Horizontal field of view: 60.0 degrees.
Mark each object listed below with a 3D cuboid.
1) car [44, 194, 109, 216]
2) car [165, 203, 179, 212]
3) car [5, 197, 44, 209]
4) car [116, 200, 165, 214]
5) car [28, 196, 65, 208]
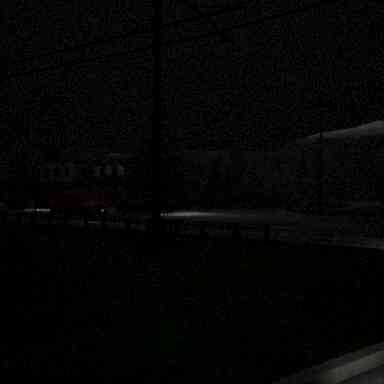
[{"bbox_3d":[-9.841,1.170,28.907,5.566,2.045,2.150,0,0,28],"label":"car"},{"bbox_3d":[-3.814,1.560,37.588,4.718,1.301,1.895,0,0,28],"label":"car"},{"bbox_3d":[-22.305,1.393,43.551,4.902,1.511,2.128,0,0,28],"label":"car"},{"bbox_3d":[-5.541,1.558,34.542,4.718,1.301,1.895,0,0,28],"label":"car"},{"bbox_3d":[-20.429,1.396,46.547,4.902,1.511,2.128,0,0,28],"label":"car"}]
